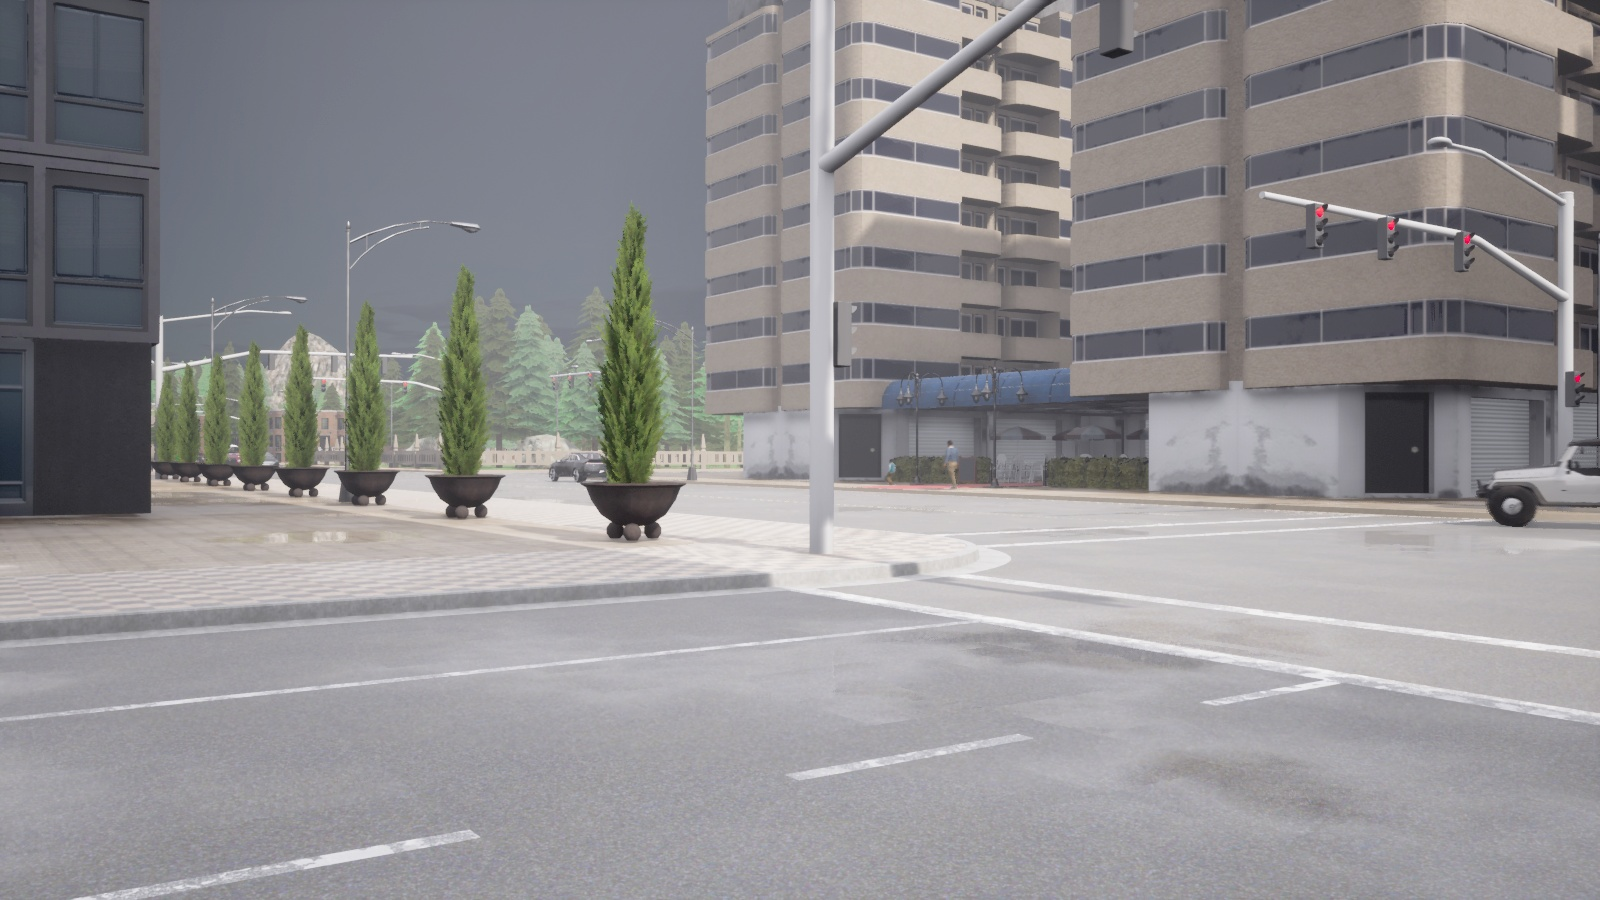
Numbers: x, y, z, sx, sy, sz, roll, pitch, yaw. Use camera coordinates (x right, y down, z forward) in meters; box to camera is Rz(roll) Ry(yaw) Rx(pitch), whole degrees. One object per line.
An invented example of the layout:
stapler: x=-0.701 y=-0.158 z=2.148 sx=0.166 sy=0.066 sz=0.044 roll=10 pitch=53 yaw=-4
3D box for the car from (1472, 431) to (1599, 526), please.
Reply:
car: x=16.036 y=0.570 z=25.836 sx=3.866 sy=1.878 sz=1.905 roll=0 pitch=0 yaw=28

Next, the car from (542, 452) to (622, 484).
car: x=-11.100 y=0.880 z=63.618 sx=2.128 sy=1.511 sz=4.902 roll=0 pitch=0 yaw=-34

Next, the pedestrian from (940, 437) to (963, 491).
pedestrian: x=5.481 y=0.503 z=45.461 sx=0.423 sy=1.949 sz=0.788 roll=0 pitch=0 yaw=-36

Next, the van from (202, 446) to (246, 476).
van: x=-40.309 y=0.769 z=87.841 sx=2.069 sy=2.038 sz=4.480 roll=0 pitch=0 yaw=-34
